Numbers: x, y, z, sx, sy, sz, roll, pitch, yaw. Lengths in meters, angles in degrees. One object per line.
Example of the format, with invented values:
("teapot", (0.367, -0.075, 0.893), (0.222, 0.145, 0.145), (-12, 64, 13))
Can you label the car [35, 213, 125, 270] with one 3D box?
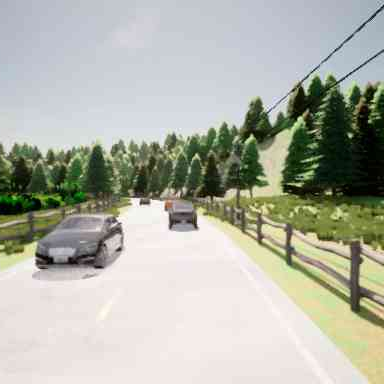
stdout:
("car", (-3.474, 1.481, 11.100), (2.128, 1.511, 4.902), (0, 0, -2))

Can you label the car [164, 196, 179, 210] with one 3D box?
("car", (-2.419, 1.312, 41.306), (2.097, 1.767, 4.553), (0, 0, -7))

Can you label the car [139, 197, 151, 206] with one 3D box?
("car", (-7.681, 1.551, 54.440), (1.895, 1.301, 4.718), (0, 0, -9))

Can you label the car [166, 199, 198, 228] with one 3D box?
("car", (-0.643, 1.485, 22.044), (1.837, 1.490, 4.892), (0, 0, -4))
